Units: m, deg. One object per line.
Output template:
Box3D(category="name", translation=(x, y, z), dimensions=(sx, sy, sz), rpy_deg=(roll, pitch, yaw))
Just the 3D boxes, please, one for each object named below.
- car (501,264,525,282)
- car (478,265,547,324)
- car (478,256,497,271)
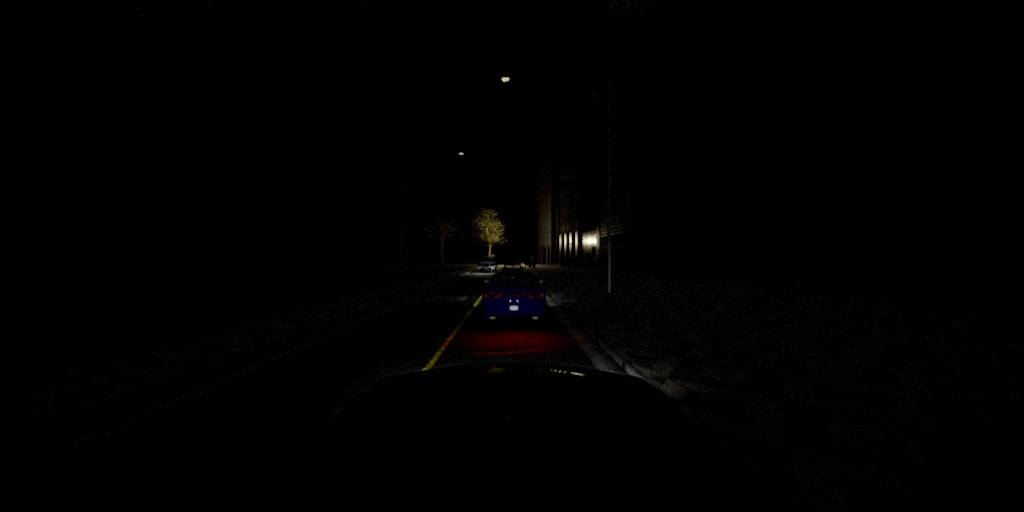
Box3D(category="car", translation=(0.079, 1.362, 29.898), dimensions=(1.895, 1.301, 4.718), rpy_deg=(0, 0, 0))
Box3D(category="car", translation=(0.066, 1.232, 12.087), dimensions=(1.882, 1.535, 5.008), rpy_deg=(0, 0, 0))
Box3D(category="car", translation=(-3.099, 1.021, 45.641), dimensions=(2.150, 2.045, 5.566), rpy_deg=(0, 0, 0))
